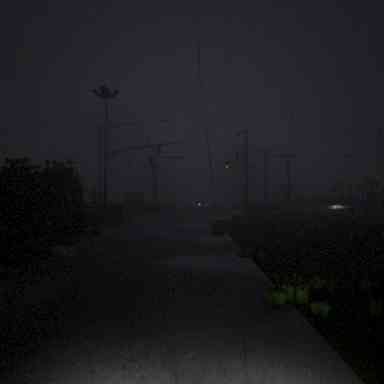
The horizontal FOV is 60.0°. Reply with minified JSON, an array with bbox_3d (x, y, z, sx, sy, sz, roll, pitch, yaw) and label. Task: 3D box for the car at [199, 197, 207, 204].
[{"bbox_3d":[2.644,1.982,78.369,1.882,1.535,5.008,0,0,3],"label":"car"}]
